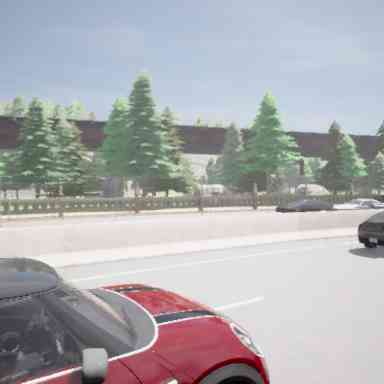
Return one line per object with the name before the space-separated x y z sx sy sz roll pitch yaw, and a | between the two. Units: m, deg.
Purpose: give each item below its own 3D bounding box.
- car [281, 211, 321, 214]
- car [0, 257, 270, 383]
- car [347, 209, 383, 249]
car | 9.819 1.281 28.658 5.357 1.411 2.033 0 0 -22
car | -1.502 1.337 2.527 4.553 1.767 2.097 0 1 -35
car | 8.327 1.373 12.394 4.892 1.490 1.837 -1 0 -27
